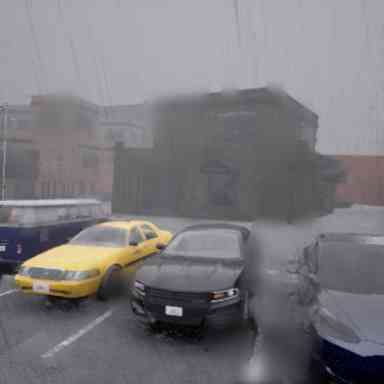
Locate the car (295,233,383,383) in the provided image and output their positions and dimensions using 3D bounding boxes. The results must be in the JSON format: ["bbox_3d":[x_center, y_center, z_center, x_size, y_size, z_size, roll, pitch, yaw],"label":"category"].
[{"bbox_3d":[2.791,1.497,5.426,2.163,1.488,4.792,1,0,16],"label":"car"}]

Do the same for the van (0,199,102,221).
[{"bbox_3d":[-4.347,1.215,10.673,1.878,1.987,4.442,0,-1,15],"label":"van"}]

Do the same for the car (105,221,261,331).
[{"bbox_3d":[0.413,1.458,7.164,2.097,1.535,5.008,1,0,15],"label":"car"}]

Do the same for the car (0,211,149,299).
[{"bbox_3d":[-2.034,1.444,8.678,1.946,1.575,5.366,1,0,16],"label":"car"}]
